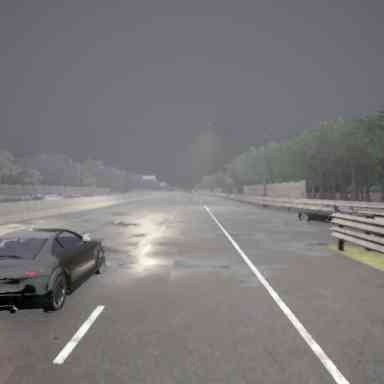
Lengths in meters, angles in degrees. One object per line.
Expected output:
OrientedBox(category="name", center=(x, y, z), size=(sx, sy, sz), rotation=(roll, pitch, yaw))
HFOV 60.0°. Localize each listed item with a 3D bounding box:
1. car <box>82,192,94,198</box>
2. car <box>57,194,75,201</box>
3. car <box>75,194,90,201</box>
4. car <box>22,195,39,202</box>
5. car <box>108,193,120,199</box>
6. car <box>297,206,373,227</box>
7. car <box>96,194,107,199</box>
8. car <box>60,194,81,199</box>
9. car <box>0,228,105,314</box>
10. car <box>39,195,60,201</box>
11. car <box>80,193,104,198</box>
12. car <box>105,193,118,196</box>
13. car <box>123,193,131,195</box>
OrientedBox(category="car", center=(-27.998, 0.832, 89.751), size=(1.994, 1.385, 4.181), rotation=(0, 0, 0))
OrientedBox(category="car", center=(-27.952, 1.132, 73.957), size=(2.128, 1.511, 4.902), rotation=(0, 0, 0))
OrientedBox(category="car", center=(-24.453, 1.157, 74.279), size=(1.994, 1.385, 4.181), rotation=(0, 0, 0))
OrientedBox(category="car", center=(-27.957, 1.248, 58.136), size=(1.994, 1.385, 4.181), rotation=(0, 0, 1))
OrientedBox(category="car", center=(-20.999, 1.058, 90.075), size=(2.033, 1.411, 5.357), rotation=(0, 0, 0))
OrientedBox(category="car", center=(9.095, 1.523, 21.627), size=(1.895, 1.301, 4.718), rotation=(0, 1, -24))
OrientedBox(category="car", center=(-24.499, 1.113, 90.032), size=(1.895, 1.301, 4.718), rotation=(0, 0, 0))
OrientedBox(category="car", center=(-20.962, 1.285, 58.468), size=(1.895, 1.301, 4.718), rotation=(0, 0, 1))
OrientedBox(category="car", center=(-3.392, 1.512, 7.591), size=(1.994, 1.385, 4.181), rotation=(0, 0, 0))
OrientedBox(category="car", center=(-24.462, 1.210, 58.459), size=(1.812, 1.442, 4.674), rotation=(0, 0, 1))
OrientedBox(category="car", center=(-17.471, 1.284, 58.494), size=(1.895, 1.301, 4.718), rotation=(0, 0, 1))
OrientedBox(category="car", center=(-17.453, 1.104, 74.341), size=(1.837, 1.490, 4.892), rotation=(0, 0, 0))
OrientedBox(category="car", center=(-17.499, 1.018, 90.091), size=(1.837, 1.490, 4.892), rotation=(0, 0, 0))
